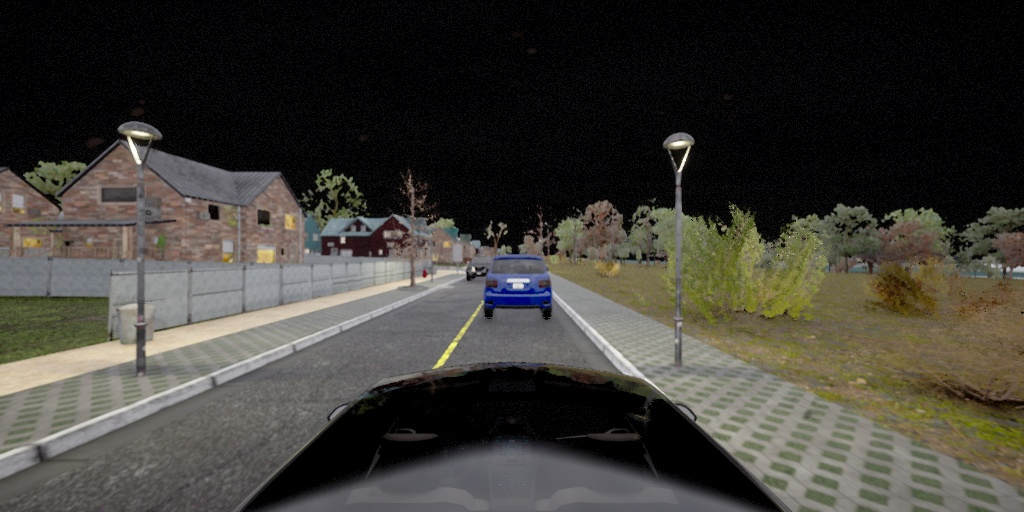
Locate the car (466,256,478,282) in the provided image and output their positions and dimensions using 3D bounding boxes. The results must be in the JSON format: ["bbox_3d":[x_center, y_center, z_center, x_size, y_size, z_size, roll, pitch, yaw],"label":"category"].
[{"bbox_3d":[-2.495,1.006,30.156,2.150,2.045,5.566,0,0,1],"label":"car"}]

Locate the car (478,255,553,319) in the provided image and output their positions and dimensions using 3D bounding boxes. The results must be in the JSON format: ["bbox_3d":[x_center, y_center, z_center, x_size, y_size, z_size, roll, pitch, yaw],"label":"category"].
[{"bbox_3d":[0.203,0.981,13.077,2.150,2.045,5.566,0,0,1],"label":"car"}]
